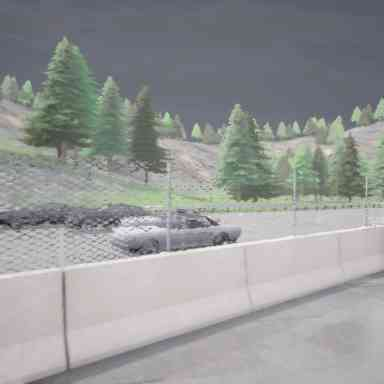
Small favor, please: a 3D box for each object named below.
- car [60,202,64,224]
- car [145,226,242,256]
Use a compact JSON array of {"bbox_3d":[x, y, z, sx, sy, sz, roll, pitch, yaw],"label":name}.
[{"bbox_3d":[-8.490,1.289,19.361,5.357,1.411,2.033,0,1,-35],"label":"car"},{"bbox_3d":[-0.527,1.478,12.081,4.718,1.301,1.895,0,1,-34],"label":"car"}]
